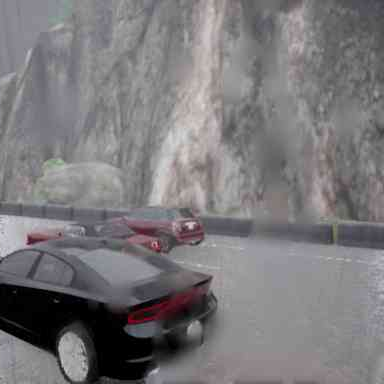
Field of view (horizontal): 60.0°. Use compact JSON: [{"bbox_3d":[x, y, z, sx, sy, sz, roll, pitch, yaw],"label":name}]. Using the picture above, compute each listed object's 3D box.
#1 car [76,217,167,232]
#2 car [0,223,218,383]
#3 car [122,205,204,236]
[{"bbox_3d":[-3.312,1.588,10.652,4.718,1.301,1.895,0,0,35],"label":"car"},{"bbox_3d":[-1.985,1.473,5.404,5.008,1.535,1.882,0,0,36],"label":"car"},{"bbox_3d":[-1.776,1.337,13.854,4.553,1.767,2.097,0,0,36],"label":"car"}]
